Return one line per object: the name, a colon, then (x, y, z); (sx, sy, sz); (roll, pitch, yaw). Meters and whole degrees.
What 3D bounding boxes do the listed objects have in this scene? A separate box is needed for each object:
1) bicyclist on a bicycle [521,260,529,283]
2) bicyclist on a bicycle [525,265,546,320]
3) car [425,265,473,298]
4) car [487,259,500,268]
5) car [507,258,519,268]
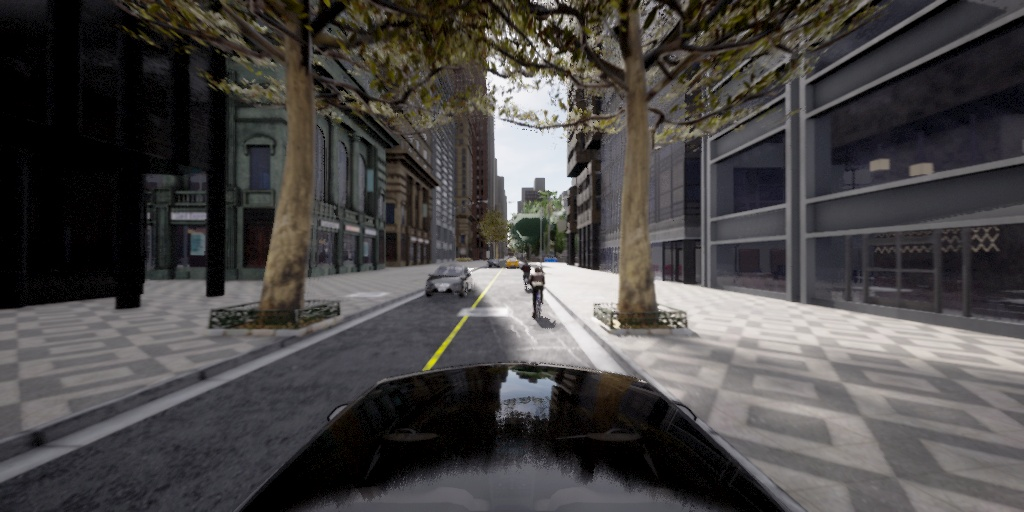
bicyclist on a bicycle: (0.828, 1.094, 21.104); (0.659, 1.776, 1.843); (0, 0, 0)
bicyclist on a bicycle: (0.826, 1.188, 11.492); (0.582, 1.620, 1.656); (0, 0, 0)
car: (-3.093, 1.219, 18.322); (2.128, 1.511, 4.902); (0, 0, 0)
car: (-3.020, 1.246, 60.148); (2.033, 1.411, 5.357); (0, 0, 1)
car: (0.107, 1.176, 58.700); (1.882, 1.535, 5.008); (0, 0, 0)
